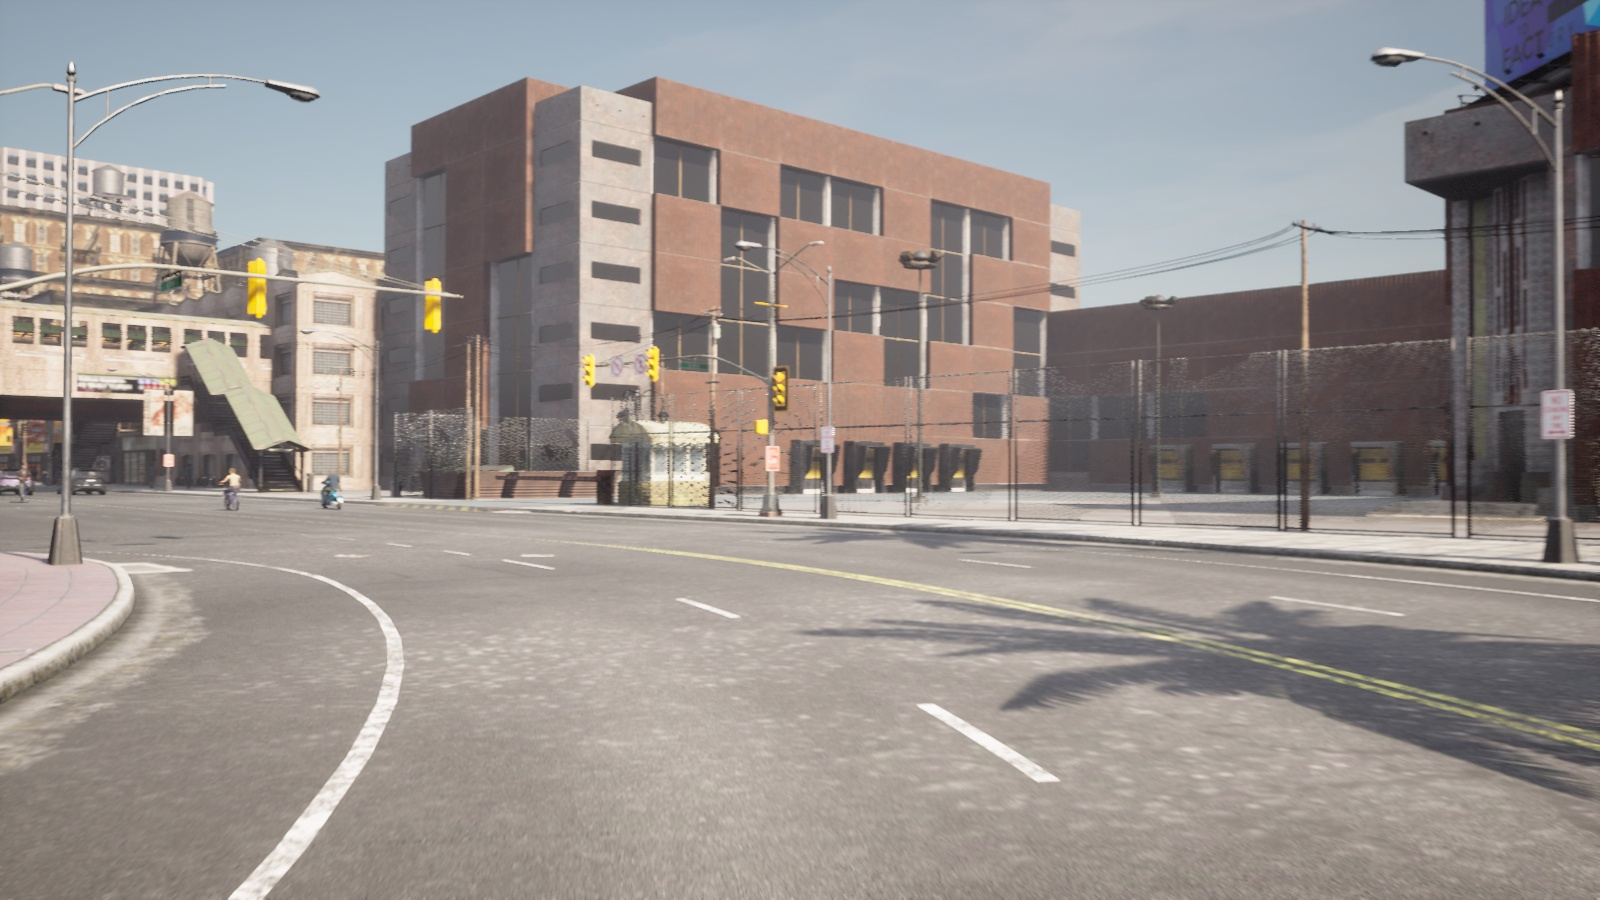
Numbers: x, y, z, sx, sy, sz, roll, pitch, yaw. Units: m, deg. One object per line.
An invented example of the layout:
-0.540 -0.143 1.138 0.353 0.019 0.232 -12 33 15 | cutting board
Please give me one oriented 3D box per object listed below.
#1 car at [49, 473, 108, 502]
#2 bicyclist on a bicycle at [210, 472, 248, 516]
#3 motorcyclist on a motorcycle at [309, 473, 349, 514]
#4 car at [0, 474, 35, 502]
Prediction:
-43.807 2.247 76.173 2.033 1.649 4.856 1 -1 -43 | car
-21.634 1.659 47.553 0.866 1.612 1.509 1 -1 -43 | bicyclist on a bicycle
-18.511 1.690 49.343 0.866 1.590 1.817 1 -1 -43 | motorcyclist on a motorcycle
-47.317 2.242 74.796 2.033 1.649 4.856 1 -1 -43 | car
